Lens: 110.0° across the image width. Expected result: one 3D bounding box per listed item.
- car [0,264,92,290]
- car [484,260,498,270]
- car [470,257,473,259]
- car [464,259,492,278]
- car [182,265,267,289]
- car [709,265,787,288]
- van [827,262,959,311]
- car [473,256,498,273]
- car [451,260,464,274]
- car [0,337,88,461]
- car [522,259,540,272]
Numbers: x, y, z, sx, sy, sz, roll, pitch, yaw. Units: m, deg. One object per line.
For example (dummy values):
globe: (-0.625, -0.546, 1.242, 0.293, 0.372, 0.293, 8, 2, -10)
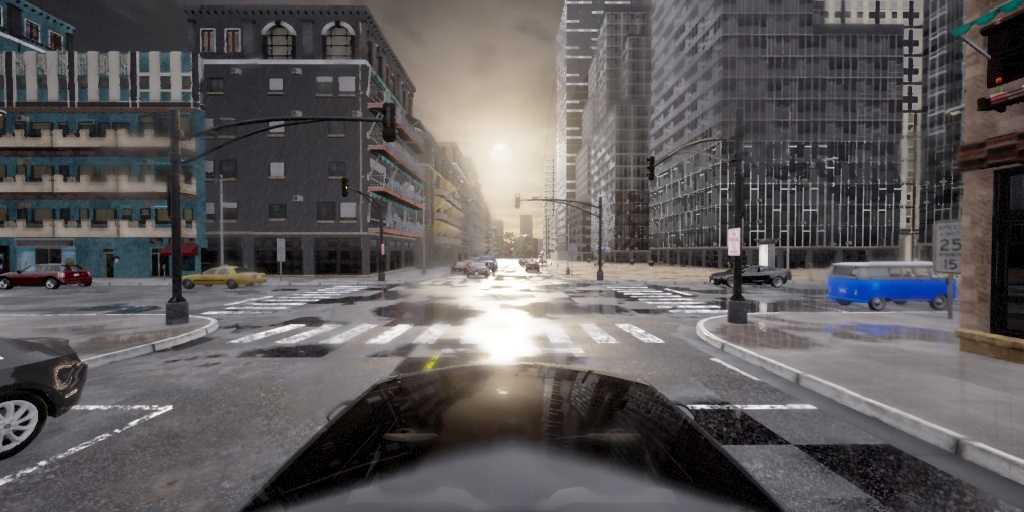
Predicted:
car: (-28.818, 1.190, 22.142, 4.097, 1.591, 1.967, 0, 0, 0)
car: (-3.183, 1.309, 54.850, 1.994, 1.385, 4.181, 0, 0, 0)
car: (-5.772, 1.184, 45.934, 1.967, 1.591, 4.097, 0, 0, 0)
car: (-3.158, 1.270, 34.261, 1.812, 1.442, 4.674, 0, 0, 0)
car: (-17.920, 1.247, 22.180, 4.829, 1.417, 1.751, 0, 0, 0)
car: (14.638, 1.215, 22.293, 4.313, 1.339, 1.948, 0, 0, 0)
van: (14.667, 1.116, 13.913, 3.998, 1.789, 1.690, 0, 0, 0)
car: (-3.177, 0.966, 44.891, 2.150, 2.045, 5.566, 0, 0, 0)
car: (-5.762, 1.289, 40.285, 1.888, 1.381, 4.507, 0, 0, 0)
car: (-5.692, 1.300, 2.219, 2.007, 1.370, 4.403, 0, 0, 0)
car: (2.575, 1.289, 46.007, 1.888, 1.381, 4.507, 0, 0, 0)
